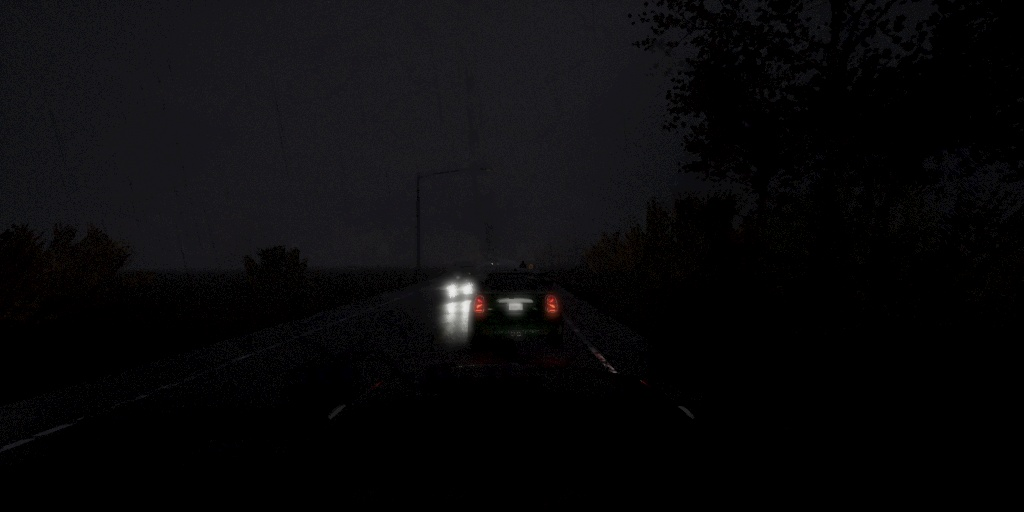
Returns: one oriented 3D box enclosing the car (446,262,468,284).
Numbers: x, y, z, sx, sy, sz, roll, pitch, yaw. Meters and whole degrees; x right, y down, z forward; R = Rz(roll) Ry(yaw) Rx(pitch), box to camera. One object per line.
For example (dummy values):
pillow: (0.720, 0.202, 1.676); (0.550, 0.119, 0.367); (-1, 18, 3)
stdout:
car: (-3.725, 1.232, 27.124); (2.128, 1.511, 4.902); (0, 0, 0)

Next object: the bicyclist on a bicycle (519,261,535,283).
bicyclist on a bicycle: (0.903, 1.181, 17.107); (0.866, 1.612, 1.509); (0, 0, 0)

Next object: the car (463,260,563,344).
car: (0.072, 1.099, 9.763); (2.097, 1.767, 4.553); (0, 0, 0)

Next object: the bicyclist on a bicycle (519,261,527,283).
bicyclist on a bicycle: (0.840, 1.193, 27.224); (0.582, 1.620, 1.656); (0, 0, 0)
